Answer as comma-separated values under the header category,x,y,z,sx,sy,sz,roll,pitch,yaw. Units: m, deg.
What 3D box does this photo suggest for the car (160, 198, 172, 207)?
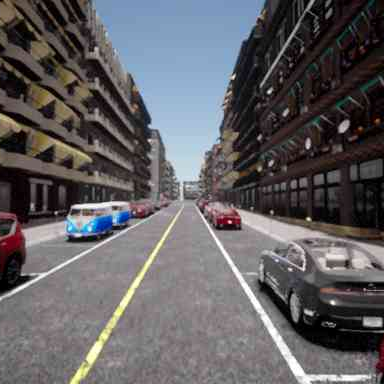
category,x,y,z,sx,sy,sz,roll,pitch,yaw
car,-5.808,2.165,67.713,2.192,1.841,5.009,1,-1,0

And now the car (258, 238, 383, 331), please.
category,x,y,z,sx,sy,sz,roll,pitch,yaw
car,2.540,1.621,6.882,2.008,1.369,4.403,1,-1,0

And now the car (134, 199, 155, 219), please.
category,x,y,z,sx,sy,sz,roll,pitch,yaw
car,-5.550,1.725,34.535,2.192,1.841,5.009,1,-1,0

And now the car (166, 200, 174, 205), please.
category,x,y,z,sx,sy,sz,roll,pitch,yaw
car,-5.986,2.764,89.831,1.802,1.307,4.206,1,-1,0

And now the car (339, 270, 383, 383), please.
category,x,y,z,sx,sy,sz,roll,pitch,yaw
car,2.583,1.556,1.350,1.887,1.381,4.507,1,-1,0

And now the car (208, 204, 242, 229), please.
category,x,y,z,sx,sy,sz,roll,pitch,yaw
car,2.412,1.803,23.472,1.887,1.381,4.507,1,-1,0

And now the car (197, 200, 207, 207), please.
category,x,y,z,sx,sy,sz,roll,pitch,yaw
car,2.033,2.415,67.716,1.802,1.307,4.206,1,-1,0

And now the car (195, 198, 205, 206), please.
category,x,y,z,sx,sy,sz,roll,pitch,yaw
car,1.952,2.311,78.781,2.192,1.841,5.009,1,-1,0

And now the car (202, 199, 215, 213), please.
category,x,y,z,sx,sy,sz,roll,pitch,yaw
car,2.336,1.833,34.534,1.967,1.590,4.097,1,-1,0

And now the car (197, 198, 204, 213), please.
category,x,y,z,sx,sy,sz,roll,pitch,yaw
car,2.210,1.848,45.596,2.192,1.841,5.009,1,-1,0

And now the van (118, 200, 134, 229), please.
category,x,y,z,sx,sy,sz,roll,pitch,yaw
van,-5.465,1.616,23.475,1.690,1.788,3.998,1,-1,0

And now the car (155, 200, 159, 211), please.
category,x,y,z,sx,sy,sz,roll,pitch,yaw
car,-5.593,1.794,40.064,2.192,1.841,5.009,1,-1,0

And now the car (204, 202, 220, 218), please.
category,x,y,z,sx,sy,sz,roll,pitch,yaw
car,2.369,1.870,29.001,1.887,1.381,4.507,1,-1,0

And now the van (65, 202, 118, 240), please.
category,x,y,z,sx,sy,sz,roll,pitch,yaw
van,-5.421,1.551,17.943,1.690,1.788,3.998,1,-1,0

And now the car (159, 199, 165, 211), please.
category,x,y,z,sx,sy,sz,roll,pitch,yaw
car,-5.684,2.187,51.122,1.947,1.339,4.313,1,-1,0

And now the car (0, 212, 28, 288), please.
category,x,y,z,sx,sy,sz,roll,pitch,yaw
car,-5.334,1.401,6.886,2.192,1.841,5.009,1,-1,0
